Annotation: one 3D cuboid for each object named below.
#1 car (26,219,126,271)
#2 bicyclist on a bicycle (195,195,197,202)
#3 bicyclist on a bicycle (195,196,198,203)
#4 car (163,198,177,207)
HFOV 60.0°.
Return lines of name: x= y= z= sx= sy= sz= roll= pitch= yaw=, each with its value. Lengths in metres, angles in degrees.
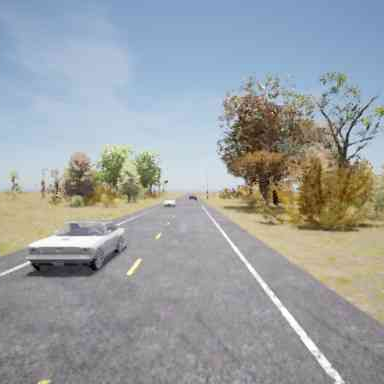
car: x=-3.599 y=1.634 z=11.187 sx=1.895 sy=1.301 sz=4.718 roll=0 pitch=0 yaw=0
bicyclist on a bicycle: x=0.974 y=1.588 z=82.956 sx=0.659 sy=1.776 sz=1.843 roll=0 pitch=0 yaw=0
bicyclist on a bicycle: x=0.974 y=1.650 z=73.960 sx=0.582 sy=1.620 sz=1.656 roll=0 pitch=0 yaw=0
car: x=-3.547 y=1.675 z=53.879 sx=1.812 sy=1.442 sz=4.674 roll=0 pitch=0 yaw=0
